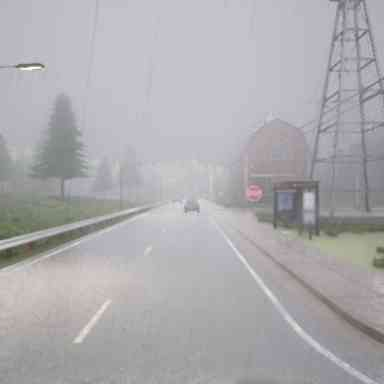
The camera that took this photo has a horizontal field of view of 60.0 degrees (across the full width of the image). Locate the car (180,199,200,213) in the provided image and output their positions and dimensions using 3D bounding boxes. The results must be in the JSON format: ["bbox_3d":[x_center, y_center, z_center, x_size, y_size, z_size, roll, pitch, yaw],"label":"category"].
[{"bbox_3d":[-0.001,1.770,40.945,2.128,1.511,4.902,0,0,0],"label":"car"}]

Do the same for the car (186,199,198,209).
[{"bbox_3d":[0.011,1.864,52.543,1.837,1.490,4.892,0,0,0],"label":"car"}]

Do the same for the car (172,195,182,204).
[{"bbox_3d":[-3.503,1.758,78.497,2.150,2.045,5.566,0,0,0],"label":"car"}]
